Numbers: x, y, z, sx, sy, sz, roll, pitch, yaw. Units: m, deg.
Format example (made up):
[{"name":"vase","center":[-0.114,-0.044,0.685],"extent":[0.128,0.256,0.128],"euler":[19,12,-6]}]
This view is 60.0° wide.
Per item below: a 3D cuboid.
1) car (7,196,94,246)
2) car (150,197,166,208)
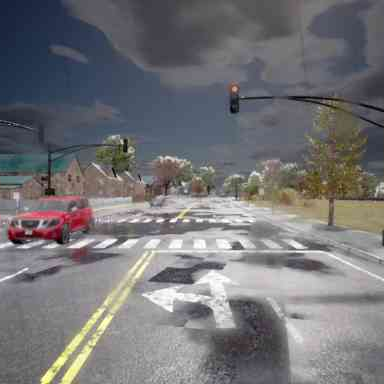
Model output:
[{"name":"car","center":[-6.372,1.250,15.827],"extent":[2.150,2.045,5.566],"euler":[0,0,1]},{"name":"car","center":[-5.152,1.582,50.408],"extent":[2.128,1.511,4.902],"euler":[0,0,3]}]
